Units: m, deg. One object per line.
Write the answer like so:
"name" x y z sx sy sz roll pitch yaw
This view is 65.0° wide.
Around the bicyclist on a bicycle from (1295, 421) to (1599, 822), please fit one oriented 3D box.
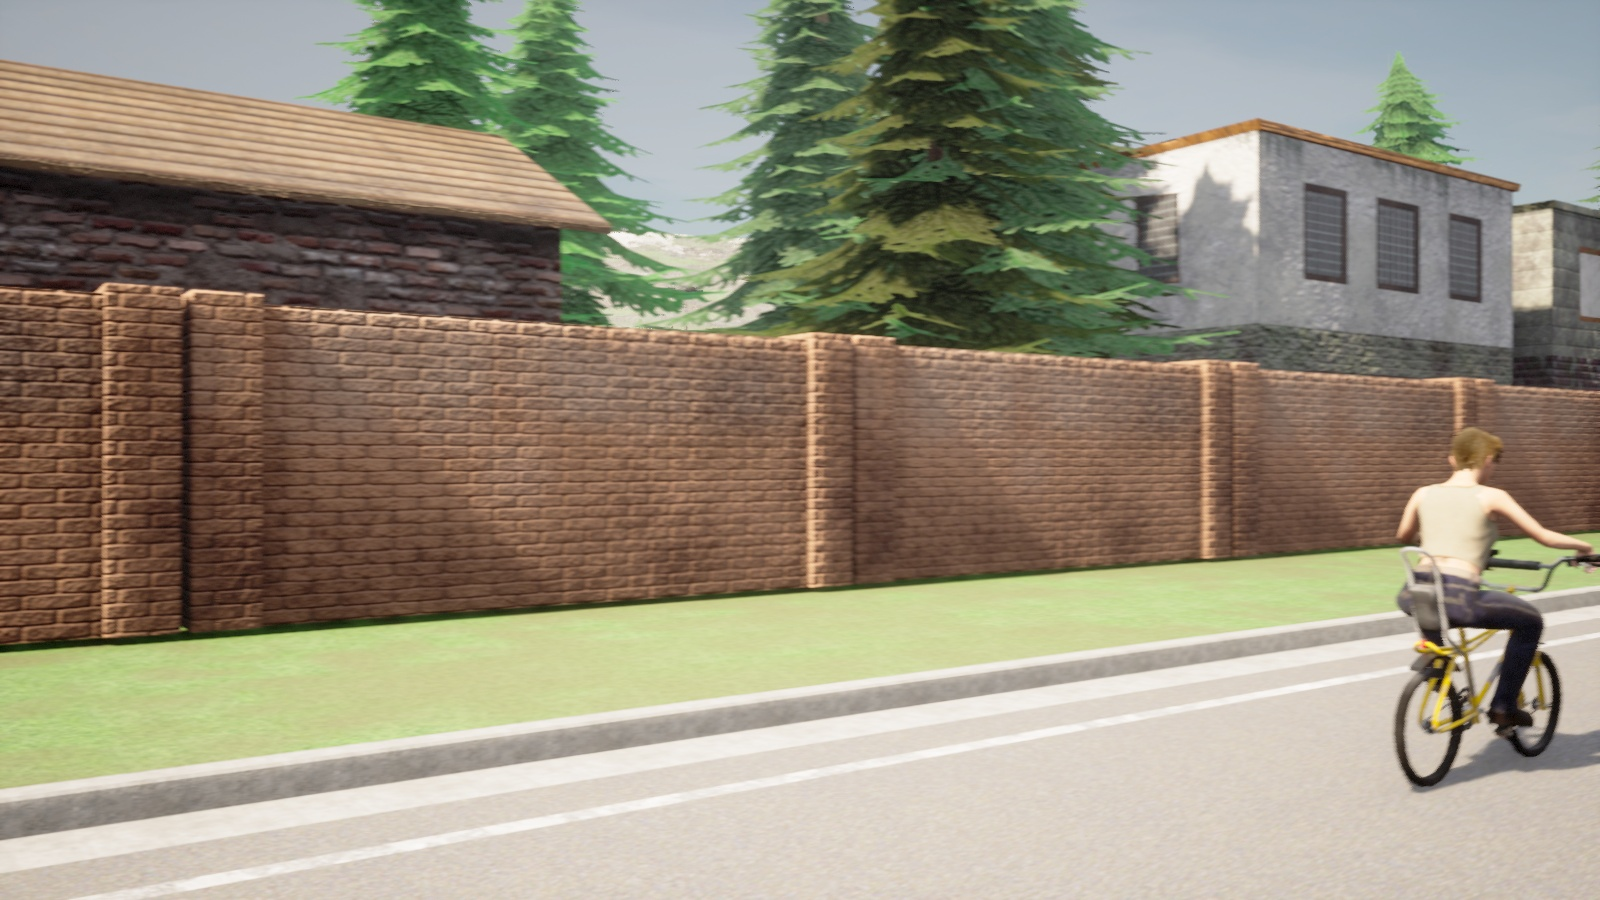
"bicyclist on a bicycle" 3.140 0.690 5.839 1.509 1.612 0.866 0 0 -35
